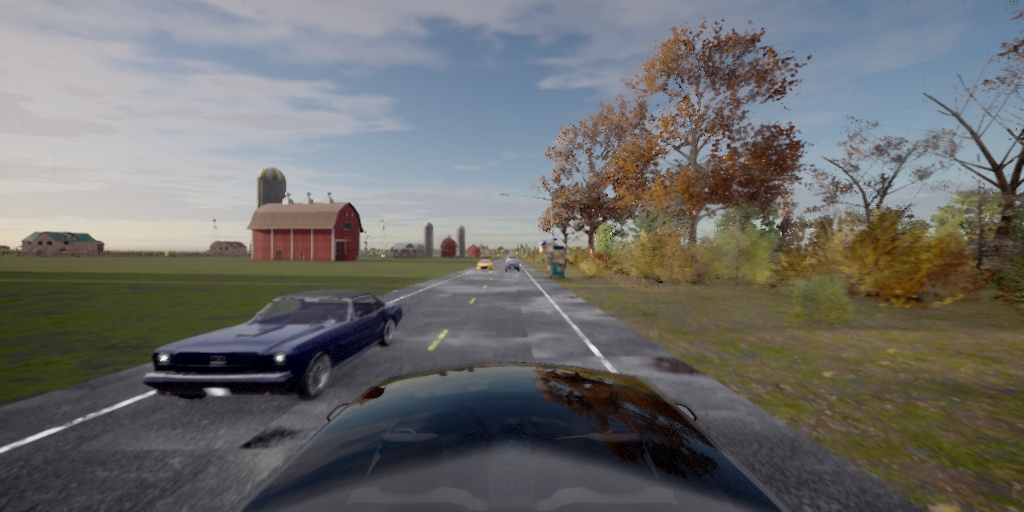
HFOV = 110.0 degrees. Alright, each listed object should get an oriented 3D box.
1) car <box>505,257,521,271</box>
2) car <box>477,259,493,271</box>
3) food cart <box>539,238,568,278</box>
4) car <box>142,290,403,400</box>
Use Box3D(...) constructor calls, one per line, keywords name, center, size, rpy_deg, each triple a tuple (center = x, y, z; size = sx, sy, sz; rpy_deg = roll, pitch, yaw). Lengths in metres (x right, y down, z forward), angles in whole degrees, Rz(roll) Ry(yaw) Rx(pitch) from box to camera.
Box3D(name="car", center=(0.056, 1.248, 47.041), size=(1.812, 1.442, 4.674), rpy_deg=(0, 0, 1))
Box3D(name="car", center=(-3.561, 1.199, 48.022), size=(1.882, 1.535, 5.008), rpy_deg=(0, 0, 0))
Box3D(name="food cart", center=(4.012, 0.198, 33.247), size=(2.280, 3.560, 4.660), rpy_deg=(0, 0, 0))
Box3D(name="car", center=(-3.598, 1.349, 6.585), size=(1.895, 1.301, 4.718), rpy_deg=(0, 0, 0))
